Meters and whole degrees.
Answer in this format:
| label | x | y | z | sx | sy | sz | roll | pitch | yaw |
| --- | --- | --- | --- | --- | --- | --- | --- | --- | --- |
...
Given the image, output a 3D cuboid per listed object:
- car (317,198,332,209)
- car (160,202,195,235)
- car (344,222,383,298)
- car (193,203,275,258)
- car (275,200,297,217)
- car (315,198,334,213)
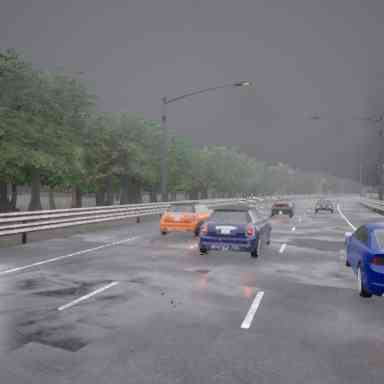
| label | x | y | z | sx | sy | sz | roll | pitch | yaw |
| --- | --- | --- | --- | --- | --- | --- | --- | --- | --- |
| car | 18.594 | 1.539 | 46.536 | 1.812 | 1.442 | 4.674 | 0 | 0 | 24 |
| car | 0.020 | 1.352 | 18.361 | 2.097 | 1.767 | 4.553 | 0 | 0 | 20 |
| car | 4.968 | 1.478 | 8.208 | 1.882 | 1.535 | 5.008 | 0 | 0 | 19 |
| car | 1.865 | 1.352 | 13.188 | 2.097 | 1.767 | 4.553 | 0 | 0 | 20 |
| car | 8.556 | 1.505 | 30.963 | 1.837 | 1.490 | 4.892 | 0 | 0 | 21 |
| car | 14.696 | 1.553 | 36.939 | 2.033 | 1.411 | 5.357 | 0 | 0 | 22 |
